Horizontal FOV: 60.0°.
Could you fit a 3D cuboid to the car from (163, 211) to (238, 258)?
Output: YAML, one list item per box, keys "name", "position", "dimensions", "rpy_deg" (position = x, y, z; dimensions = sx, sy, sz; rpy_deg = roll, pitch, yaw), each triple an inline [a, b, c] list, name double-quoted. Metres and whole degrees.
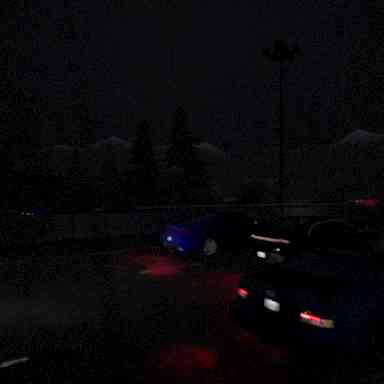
- name: "car"
  position: [1.328, 1.460, 12.799]
  dimensions: [5.008, 1.535, 1.882]
  rpy_deg: [0, 0, -32]

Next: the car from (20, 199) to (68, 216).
- name: "car"
  position: [-8.900, 1.427, 23.113]
  dimensions: [5.008, 1.535, 1.882]
  rpy_deg: [0, 0, -32]

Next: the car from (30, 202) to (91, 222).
- name: "car"
  position: [-10.403, 1.507, 26.288]
  dimensions: [4.181, 1.385, 1.994]
  rpy_deg: [0, 0, -32]

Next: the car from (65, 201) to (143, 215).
- name: "car"
  position: [-5.296, 1.484, 21.258]
  dimensions: [4.674, 1.442, 1.812]
  rpy_deg: [0, 0, -32]

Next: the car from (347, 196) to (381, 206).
- name: "car"
  position: [24.041, 1.320, 46.628]
  dimensions: [4.553, 1.767, 2.097]
  rpy_deg: [0, 0, -18]

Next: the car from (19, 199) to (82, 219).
- name: "car"
  position: [-12.374, 1.440, 29.180]
  dimensions: [4.892, 1.490, 1.837]
  rpy_deg: [0, 0, -32]

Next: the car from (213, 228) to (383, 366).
- name: "car"
  position: [3.167, 1.543, 5.748]
  dimensions: [5.357, 1.411, 2.033]
  rpy_deg: [0, 0, -33]

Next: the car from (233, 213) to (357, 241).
- name: "car"
  position: [3.947, 1.482, 10.300]
  dimensions: [4.902, 1.511, 2.128]
  rpy_deg: [0, 0, -32]
